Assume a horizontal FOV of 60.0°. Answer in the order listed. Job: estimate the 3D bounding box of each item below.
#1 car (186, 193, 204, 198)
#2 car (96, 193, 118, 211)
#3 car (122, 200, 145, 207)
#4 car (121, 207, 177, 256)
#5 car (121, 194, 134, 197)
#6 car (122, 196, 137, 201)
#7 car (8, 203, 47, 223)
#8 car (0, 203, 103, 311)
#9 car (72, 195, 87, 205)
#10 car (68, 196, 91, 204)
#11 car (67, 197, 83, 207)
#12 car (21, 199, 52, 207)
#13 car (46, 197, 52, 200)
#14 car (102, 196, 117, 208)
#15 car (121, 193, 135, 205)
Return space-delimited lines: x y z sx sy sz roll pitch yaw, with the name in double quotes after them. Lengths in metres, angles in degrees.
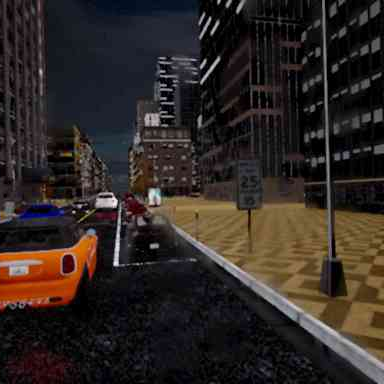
0.608 0.986 89.468 4.097 1.590 1.967 -1 -1 -12 "car"
-9.707 1.132 37.846 2.150 2.045 5.566 -2 1 -12 "car"
-3.941 1.461 23.446 1.802 1.307 4.206 -1 0 -12 "car"
-1.634 1.458 12.569 2.008 1.369 4.403 -1 0 -12 "car"
-7.437 1.361 39.928 1.752 1.417 4.829 -1 0 -12 "car"
-6.248 1.395 34.323 1.887 1.381 4.507 -1 0 -12 "car"
-13.290 1.670 27.147 1.802 1.307 4.206 -1 0 -12 "car"
-3.363 1.343 7.699 2.097 1.767 4.553 -2 0 -12 "car"
-20.212 1.444 59.778 1.967 1.590 4.097 -1 0 -12 "car"
-13.453 1.475 40.795 2.128 1.511 4.902 -2 0 -12 "car"
-19.022 1.543 54.174 1.752 1.417 4.829 -1 0 -12 "car"
-9.252 1.516 20.549 1.882 1.535 5.008 -2 1 -12 "car"
-36.594 1.511 81.248 4.507 1.381 1.887 -1 -1 -12 "car"
-11.890 1.363 47.918 1.882 1.535 5.008 -2 0 -12 "car"
-10.866 1.110 56.075 2.192 1.841 5.009 -1 0 -12 "car"
